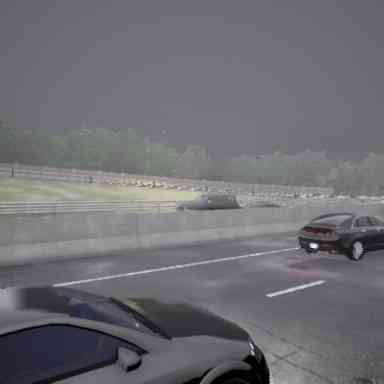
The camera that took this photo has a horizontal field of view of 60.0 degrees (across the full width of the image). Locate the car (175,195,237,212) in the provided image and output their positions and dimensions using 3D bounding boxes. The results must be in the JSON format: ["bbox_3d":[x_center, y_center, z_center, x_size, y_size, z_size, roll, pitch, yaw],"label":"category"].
[{"bbox_3d":[1.347,1.230,26.447,5.566,2.045,2.150,0,0,-35],"label":"car"}]

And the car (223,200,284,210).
[{"bbox_3d":[4.939,1.515,24.709,4.892,1.490,1.837,0,0,-35],"label":"car"}]

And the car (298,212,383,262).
[{"bbox_3d":[5.961,1.512,12.298,4.892,1.490,1.837,0,0,-35],"label":"car"}]

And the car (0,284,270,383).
[{"bbox_3d":[-1.280,1.564,2.832,4.181,1.385,1.994,0,0,-36],"label":"car"}]

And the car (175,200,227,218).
[{"bbox_3d":[0.883,1.536,30.413,4.674,1.442,1.812,0,0,-35],"label":"car"}]
